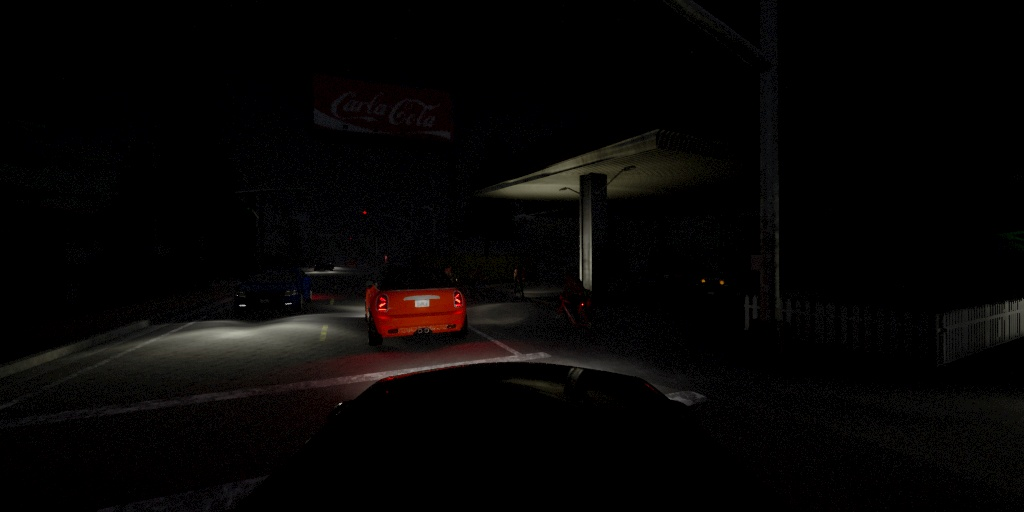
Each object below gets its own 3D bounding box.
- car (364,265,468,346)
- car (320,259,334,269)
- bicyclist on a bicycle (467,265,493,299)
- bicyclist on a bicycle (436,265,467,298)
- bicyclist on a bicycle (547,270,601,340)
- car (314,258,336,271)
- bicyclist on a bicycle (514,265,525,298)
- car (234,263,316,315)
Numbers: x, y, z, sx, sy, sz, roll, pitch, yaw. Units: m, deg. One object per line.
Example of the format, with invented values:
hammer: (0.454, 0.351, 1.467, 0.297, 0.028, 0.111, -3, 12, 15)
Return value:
car: (-2.722, 1.013, 9.456, 2.097, 1.767, 4.553, 0, 0, -23)
car: (-28.589, 1.200, 55.559, 1.837, 1.490, 4.892, 0, 0, -25)
bicyclist on a bicycle: (-1.741, 1.282, 17.884, 1.656, 1.620, 0.582, 1, 0, -23)
bicyclist on a bicycle: (-3.014, 1.253, 16.470, 1.656, 1.620, 0.582, 1, 0, 36)
bicyclist on a bicycle: (1.504, 1.185, 8.866, 0.582, 1.620, 1.656, 3, -2, -44)
car: (-24.451, 1.044, 46.596, 2.097, 1.767, 4.553, 0, 0, -25)
bicyclist on a bicycle: (0.364, 1.283, 18.051, 0.582, 1.620, 1.656, 0, 0, 15)
car: (-8.797, 1.171, 13.542, 1.882, 1.535, 5.008, 1, -1, -24)
